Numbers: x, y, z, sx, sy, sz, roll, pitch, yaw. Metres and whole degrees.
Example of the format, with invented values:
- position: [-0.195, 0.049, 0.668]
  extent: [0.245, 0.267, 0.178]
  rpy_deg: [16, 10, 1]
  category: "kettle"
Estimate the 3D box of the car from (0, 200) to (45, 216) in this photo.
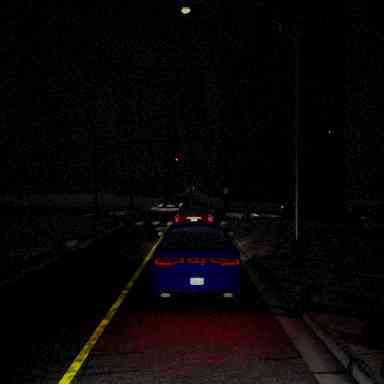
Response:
- position: [-14.780, 1.367, 28.278]
  extent: [4.403, 1.369, 2.008]
  rpy_deg: [1, -1, 0]
  category: "car"

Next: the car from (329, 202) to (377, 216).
- position: [17.778, 1.842, 36.905]
  extent: [4.403, 1.369, 2.008]
  rpy_deg: [1, -1, 0]
  category: "car"

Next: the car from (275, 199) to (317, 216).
- position: [10.945, 1.539, 34.228]
  extent: [4.553, 1.767, 2.097]
  rpy_deg: [1, 0, 0]
  category: "car"

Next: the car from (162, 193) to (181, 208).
- position: [-3.104, 1.222, 49.335]
  extent: [2.150, 2.045, 5.566]
  rpy_deg: [0, 0, 0]
  category: "car"

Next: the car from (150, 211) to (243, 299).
- position: [0.099, 1.477, 8.539]
  extent: [1.882, 1.535, 5.008]
  rpy_deg: [0, 0, 0]
  category: "car"

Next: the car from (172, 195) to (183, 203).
- position: [-3.024, 1.493, 69.485]
  extent: [2.128, 1.511, 4.902]
  rpy_deg: [0, 0, 0]
  category: "car"

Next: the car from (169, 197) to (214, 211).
- position: [0.116, 1.352, 17.693]
  extent: [2.097, 1.767, 4.553]
  rpy_deg: [0, 0, 1]
  category: "car"

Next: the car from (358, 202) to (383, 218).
- position: [19.911, 1.852, 34.233]
  extent: [4.674, 1.442, 1.812]
  rpy_deg: [1, 0, 0]
  category: "car"

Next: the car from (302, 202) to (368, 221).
- position: [12.129, 1.774, 28.380]
  extent: [4.313, 1.339, 1.947]
  rpy_deg: [1, -1, 0]
  category: "car"

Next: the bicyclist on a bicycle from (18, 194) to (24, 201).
- position: [-20.506, 1.030, 39.762]
  extent: [0.582, 1.620, 1.656]
  rpy_deg: [1, 0, 0]
  category: "bicyclist on a bicycle"

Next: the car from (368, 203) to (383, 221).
- position: [17.942, 1.824, 28.381]
  extent: [4.829, 1.417, 1.752]
  rpy_deg: [1, -1, 0]
  category: "car"

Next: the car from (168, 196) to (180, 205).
- position: [-3.092, 1.526, 59.166]
  extent: [1.812, 1.442, 4.674]
  rpy_deg: [0, 0, 1]
  category: "car"
